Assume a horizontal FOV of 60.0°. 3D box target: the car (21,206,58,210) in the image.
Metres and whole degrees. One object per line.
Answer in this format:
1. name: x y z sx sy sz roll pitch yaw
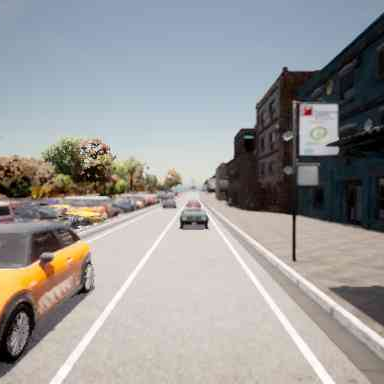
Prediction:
1. car: -9.499 1.597 16.009 5.008 1.535 2.097 0 0 0

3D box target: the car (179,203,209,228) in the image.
1. car: 0.141 1.711 23.106 1.895 1.301 4.718 0 0 0

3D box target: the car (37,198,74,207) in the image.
1. car: -22.461 1.717 54.945 5.366 1.575 1.946 0 0 0

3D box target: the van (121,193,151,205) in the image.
1. van: -9.099 1.491 52.192 4.442 1.987 1.878 0 0 0

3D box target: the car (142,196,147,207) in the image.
1. car: -9.444 1.700 46.627 5.366 1.575 1.946 0 0 0

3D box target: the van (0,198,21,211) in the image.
1. van: -9.631 1.359 13.228 4.442 1.987 1.878 0 0 0

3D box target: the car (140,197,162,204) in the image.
1. car: -9.062 1.806 74.316 4.674 1.452 2.002 -1 0 1

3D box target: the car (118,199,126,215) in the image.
1. car: -9.336 1.692 32.709 4.792 1.488 2.163 0 0 0

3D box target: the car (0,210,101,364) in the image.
1. car: -3.343 1.382 5.866 2.097 1.767 4.553 0 0 0

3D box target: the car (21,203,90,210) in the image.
1. car: -9.453 1.661 21.576 4.674 1.452 2.002 0 0 0

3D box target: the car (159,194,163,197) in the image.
1. car: -9.117 1.784 68.891 4.792 1.488 2.163 0 0 0

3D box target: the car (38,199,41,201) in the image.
1. car: -22.391 1.568 43.930 4.553 1.767 2.185 0 0 0

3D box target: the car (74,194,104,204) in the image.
1. car: -22.175 1.507 71.778 5.566 2.045 2.435 0 0 0

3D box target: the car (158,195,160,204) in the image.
1. car: -9.102 1.771 63.324 4.792 1.488 2.163 0 0 0

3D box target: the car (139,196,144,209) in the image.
1. car: -9.286 1.697 43.843 4.892 1.521 2.231 0 0 0

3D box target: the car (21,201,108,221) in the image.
1. car: -9.244 1.629 24.358 5.366 1.575 1.946 0 0 0

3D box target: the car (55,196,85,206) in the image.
1. car: -22.200 1.608 60.637 4.553 1.767 2.185 0 0 0

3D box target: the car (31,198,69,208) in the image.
1. car: -22.301 1.714 52.284 5.008 1.535 2.097 0 0 0

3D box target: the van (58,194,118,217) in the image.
1. van: -9.270 1.427 29.863 4.442 1.987 1.878 0 0 0

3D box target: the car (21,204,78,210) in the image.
1. car: -9.467 1.609 18.792 5.008 1.535 2.097 0 0 0

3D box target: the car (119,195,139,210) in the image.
1. car: -9.270 1.563 41.058 4.553 1.767 2.185 0 0 0

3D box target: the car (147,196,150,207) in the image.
1. car: -9.231 1.711 49.409 4.892 1.521 2.231 0 0 0

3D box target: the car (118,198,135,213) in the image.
1. car: -9.325 1.720 38.275 4.674 1.452 2.002 0 0 0

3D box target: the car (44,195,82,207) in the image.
1. car: -22.282 1.475 57.729 5.566 2.045 2.435 0 0 0

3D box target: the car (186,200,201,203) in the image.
1. car: 0.210 1.735 42.128 1.994 1.385 4.181 0 0 0

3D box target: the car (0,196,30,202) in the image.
1. car: -22.374 1.426 38.360 5.566 2.045 2.435 0 0 0

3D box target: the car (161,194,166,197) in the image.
1. car: -8.881 1.757 71.672 5.366 1.575 1.946 0 0 0

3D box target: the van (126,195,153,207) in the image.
1. van: -9.058 1.503 57.634 4.442 1.987 1.878 0 0 0

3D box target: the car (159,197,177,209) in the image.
1. car: -3.195 1.749 48.029 1.994 1.385 4.181 0 0 0

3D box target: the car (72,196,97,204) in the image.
1. car: -22.200 1.626 68.868 4.553 1.767 2.185 0 0 0

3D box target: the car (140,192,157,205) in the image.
1. car: -9.166 1.471 54.976 5.566 2.045 2.435 0 0 0

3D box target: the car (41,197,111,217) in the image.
1. car: -9.377 1.517 27.143 4.553 1.767 2.185 0 0 0

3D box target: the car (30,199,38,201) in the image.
1. car: -22.387 1.687 41.143 4.892 1.521 2.231 0 0 0

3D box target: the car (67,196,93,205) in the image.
1. car: -22.221 1.620 66.083 4.553 1.767 2.185 0 0 0
